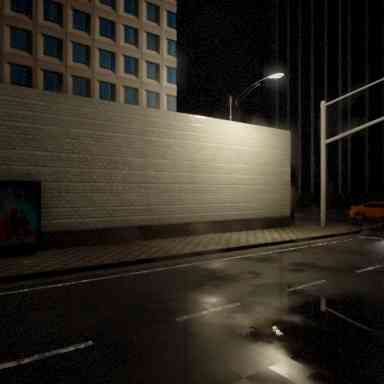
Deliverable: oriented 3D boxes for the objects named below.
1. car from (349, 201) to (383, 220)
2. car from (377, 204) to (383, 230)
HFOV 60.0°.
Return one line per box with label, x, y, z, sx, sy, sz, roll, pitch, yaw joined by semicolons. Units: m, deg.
car;15.284;1.530;26.560;1.882;1.535;5.008;0;0;-39
car;11.867;1.581;18.402;1.994;1.385;4.181;1;0;20
